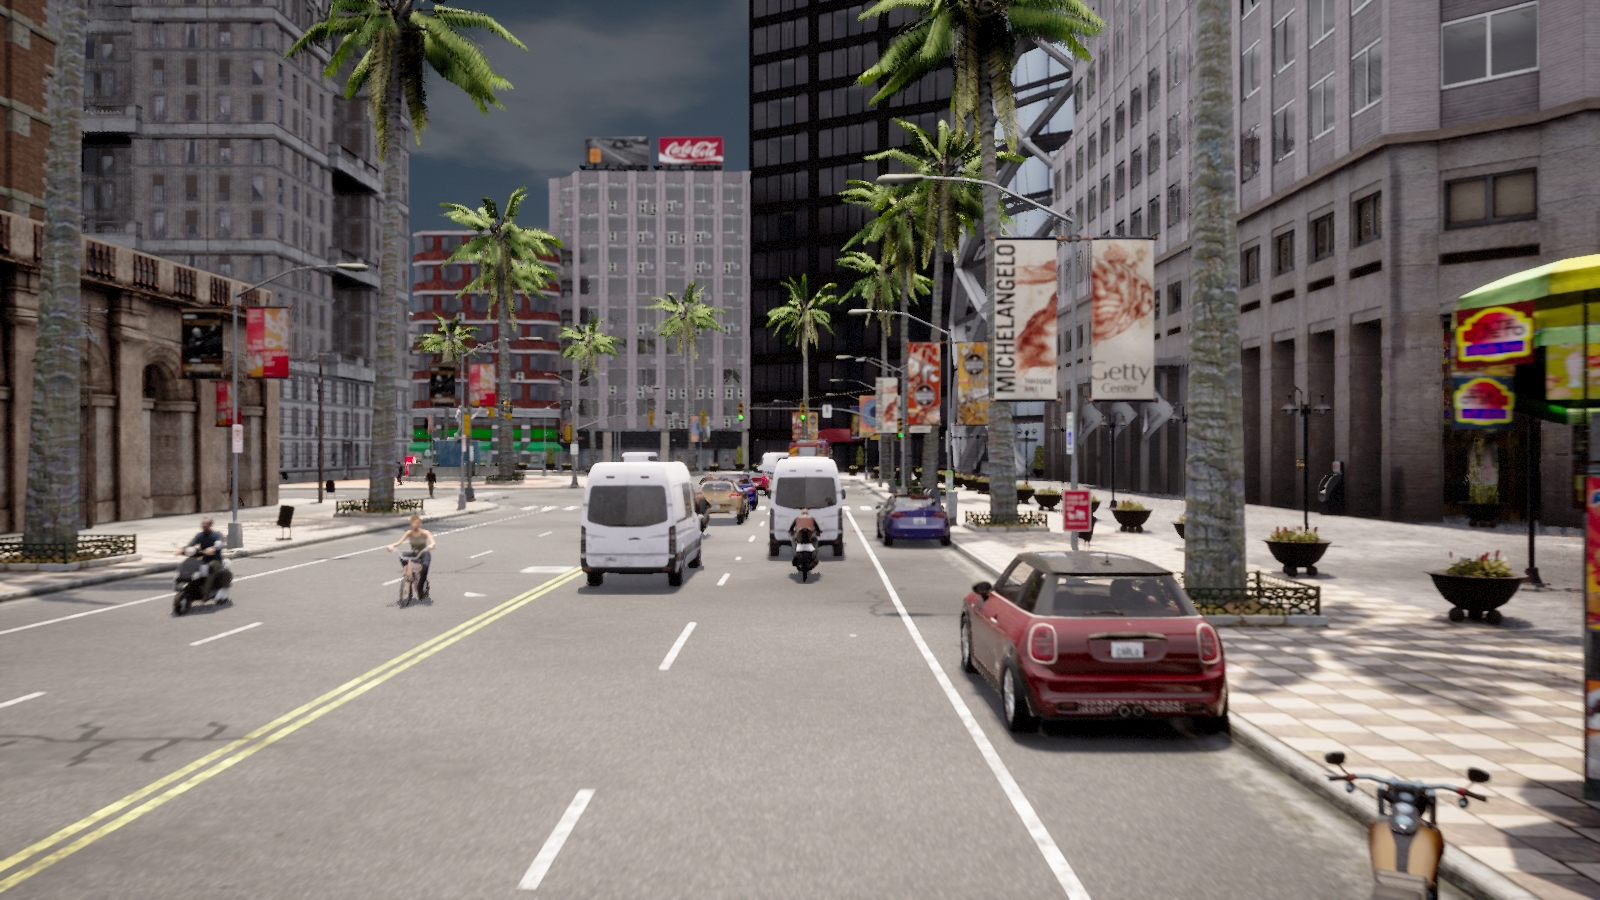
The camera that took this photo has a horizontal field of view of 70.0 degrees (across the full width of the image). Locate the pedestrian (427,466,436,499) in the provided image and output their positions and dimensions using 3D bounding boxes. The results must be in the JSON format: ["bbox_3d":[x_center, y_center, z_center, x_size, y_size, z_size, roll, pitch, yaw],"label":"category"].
[{"bbox_3d":[-20.935,1.849,64.896,0.375,1.860,0.375,0,0,-3],"label":"pedestrian"}]

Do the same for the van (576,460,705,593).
[{"bbox_3d":[-3.395,1.535,25.555,1.988,2.561,5.915,0,0,1],"label":"van"}]

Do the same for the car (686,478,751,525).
[{"bbox_3d":[-3.170,1.992,45.381,2.152,1.651,5.027,0,0,1],"label":"car"}]

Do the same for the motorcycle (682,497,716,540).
[{"bbox_3d":[-3.262,2.205,37.008,0.867,1.251,2.209,0,0,1],"label":"motorcycle"}]

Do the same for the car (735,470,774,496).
[{"bbox_3d":[-2.872,2.061,72.664,2.231,1.480,4.892,0,0,1],"label":"car"}]

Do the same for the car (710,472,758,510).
[{"bbox_3d":[-3.163,1.967,55.448,2.242,1.667,4.611,0,0,-2],"label":"car"}]

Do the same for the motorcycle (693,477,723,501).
[{"bbox_3d":[-5.200,2.205,64.469,0.867,1.251,2.209,-2,1,-26],"label":"motorcycle"}]

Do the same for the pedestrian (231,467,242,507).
[{"bbox_3d":[-25.973,1.696,52.643,0.375,1.860,0.375,0,0,-15],"label":"pedestrian"}]

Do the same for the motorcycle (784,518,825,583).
[{"bbox_3d":[0.113,2.205,25.385,0.867,1.251,2.209,0,0,1],"label":"motorcycle"}]

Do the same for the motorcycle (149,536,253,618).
[{"bbox_3d":[-10.432,2.182,19.983,0.856,1.236,1.805,0,0,0],"label":"motorcycle"}]

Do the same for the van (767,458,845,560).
[{"bbox_3d":[0.185,1.535,32.309,1.988,2.561,5.915,0,0,1],"label":"van"}]
